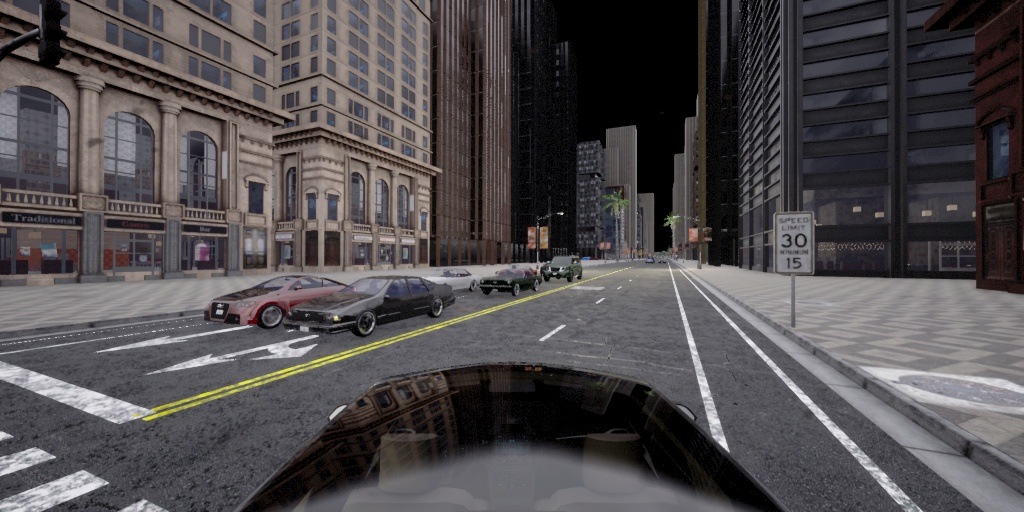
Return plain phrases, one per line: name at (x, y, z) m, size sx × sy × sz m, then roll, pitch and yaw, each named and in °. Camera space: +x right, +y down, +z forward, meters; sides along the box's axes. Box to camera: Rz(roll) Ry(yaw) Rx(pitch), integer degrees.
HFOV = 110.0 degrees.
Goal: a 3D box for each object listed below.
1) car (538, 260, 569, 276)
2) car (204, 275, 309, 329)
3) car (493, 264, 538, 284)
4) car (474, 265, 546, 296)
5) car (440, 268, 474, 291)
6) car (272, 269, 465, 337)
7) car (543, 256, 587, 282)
car at (4.484, 1.251, 37.943) m, size 1.882 × 1.535 × 5.008 m, roll 0°, pitch 0°, yaw 24°
car at (-7.007, 1.316, 11.394) m, size 1.994 × 1.385 × 4.181 m, roll 0°, pitch 0°, yaw 24°
car at (0.406, 1.364, 28.587) m, size 1.895 × 1.301 × 4.718 m, roll 0°, pitch 0°, yaw 24°
car at (0.045, 1.358, 19.546) m, size 1.895 × 1.301 × 4.718 m, roll 0°, pitch 0°, yaw 24°
car at (-3.541, 1.357, 19.441) m, size 1.895 × 1.301 × 4.718 m, roll 0°, pitch 0°, yaw 23°
car at (-3.754, 1.299, 10.742) m, size 2.033 × 1.411 × 5.357 m, roll 0°, pitch 0°, yaw 23°
car at (4.285, 0.987, 29.366) m, size 2.150 × 2.045 × 5.566 m, roll 0°, pitch 0°, yaw 23°
